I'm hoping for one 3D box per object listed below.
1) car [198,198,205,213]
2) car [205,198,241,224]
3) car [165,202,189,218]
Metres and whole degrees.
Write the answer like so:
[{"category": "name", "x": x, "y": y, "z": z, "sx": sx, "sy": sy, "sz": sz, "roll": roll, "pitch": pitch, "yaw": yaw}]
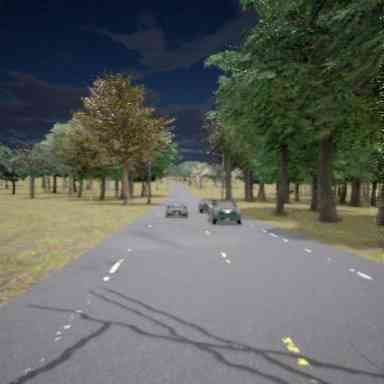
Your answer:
[{"category": "car", "x": 1.825, "y": 1.466, "z": 38.967, "sx": 2.097, "sy": 1.767, "sz": 4.553, "roll": 1, "pitch": 0, "yaw": -2}, {"category": "car", "x": 2.411, "y": 1.421, "z": 25.499, "sx": 2.097, "sy": 1.767, "sz": 4.553, "roll": 1, "pitch": 0, "yaw": -2}, {"category": "car", "x": -1.348, "y": 1.588, "z": 29.980, "sx": 1.994, "sy": 1.385, "sz": 4.181, "roll": 1, "pitch": 0, "yaw": -2}]
